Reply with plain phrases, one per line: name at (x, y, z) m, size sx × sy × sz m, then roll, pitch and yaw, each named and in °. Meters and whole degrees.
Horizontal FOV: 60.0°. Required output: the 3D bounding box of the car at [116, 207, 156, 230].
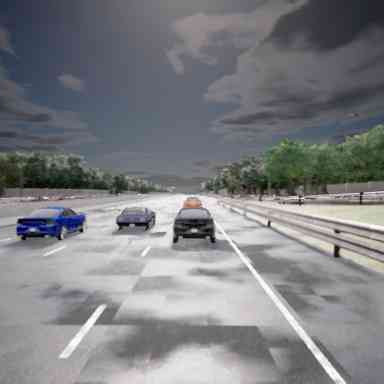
car at (-3.404, 1.606, 21.184) m, size 1.895 × 1.301 × 4.718 m, roll 0°, pitch 0°, yaw 0°

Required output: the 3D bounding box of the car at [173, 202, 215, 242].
car at (0.097, 1.483, 16.548) m, size 1.882 × 1.535 × 5.008 m, roll 0°, pitch 0°, yaw 0°

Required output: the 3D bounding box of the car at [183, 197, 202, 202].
car at (0.093, 1.352, 37.434) m, size 2.097 × 1.767 × 4.553 m, roll 0°, pitch 0°, yaw 0°

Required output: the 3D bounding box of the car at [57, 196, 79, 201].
car at (-21.038, 1.593, 57.758) m, size 1.895 × 1.301 × 4.718 m, roll 0°, pitch 0°, yaw 1°

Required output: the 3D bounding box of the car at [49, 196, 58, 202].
car at (-24.519, 1.485, 61.009) m, size 1.882 × 1.535 × 5.008 m, roll 0°, pitch 0°, yaw 0°

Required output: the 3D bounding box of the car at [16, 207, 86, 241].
car at (-6.904, 1.483, 16.892) m, size 1.882 × 1.535 × 5.008 m, roll 0°, pitch 0°, yaw 0°

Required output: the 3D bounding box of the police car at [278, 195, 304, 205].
police car at (15.843, 1.320, 53.849) m, size 2.038 × 1.542 × 4.974 m, roll 0°, pitch -1°, yaw -18°
